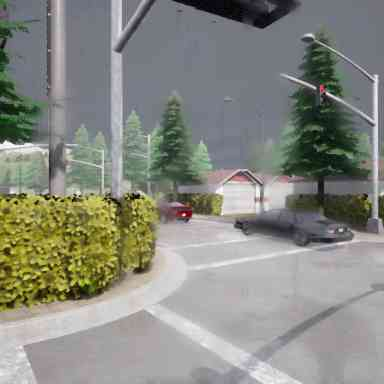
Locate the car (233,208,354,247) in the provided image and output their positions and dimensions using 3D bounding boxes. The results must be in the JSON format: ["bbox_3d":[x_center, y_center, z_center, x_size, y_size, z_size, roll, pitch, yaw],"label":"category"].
[{"bbox_3d":[4.253,1.421,14.787,2.033,1.411,5.357,0,2,-35],"label":"car"}]

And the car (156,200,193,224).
[{"bbox_3d":[-1.945,1.305,23.380,1.882,1.535,5.008,-1,1,-35],"label":"car"}]
